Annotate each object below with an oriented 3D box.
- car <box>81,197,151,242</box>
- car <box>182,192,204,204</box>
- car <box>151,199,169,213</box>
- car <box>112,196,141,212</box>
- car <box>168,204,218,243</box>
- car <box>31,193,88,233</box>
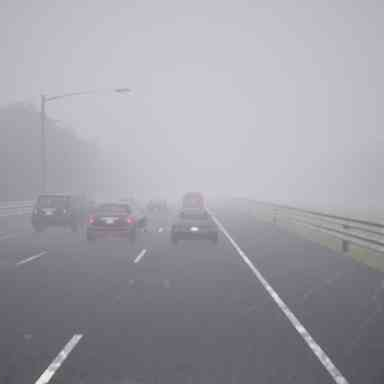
[{"bbox_3d":[-3.399,1.238,15.892,2.097,1.767,4.553,0,0,0],"label":"car"},{"bbox_3d":[0.106,0.988,34.769,2.150,2.045,5.566,0,0,0],"label":"car"},{"bbox_3d":[-3.399,1.372,34.057,1.895,1.301,4.718,0,0,0],"label":"car"},{"bbox_3d":[-6.895,1.253,35.632,2.128,1.511,4.902,0,0,0],"label":"car"},{"bbox_3d":[0.102,1.454,15.418,1.994,1.385,4.181,0,0,0],"label":"car"},{"bbox_3d":[-6.894,1.082,18.725,2.150,2.045,5.566,1,1,0],"label":"car"}]
